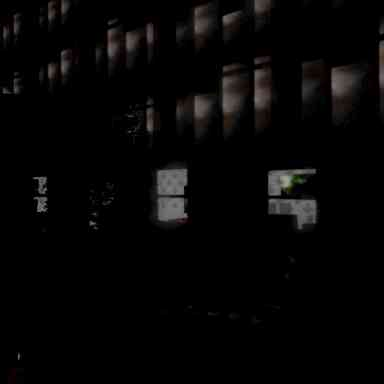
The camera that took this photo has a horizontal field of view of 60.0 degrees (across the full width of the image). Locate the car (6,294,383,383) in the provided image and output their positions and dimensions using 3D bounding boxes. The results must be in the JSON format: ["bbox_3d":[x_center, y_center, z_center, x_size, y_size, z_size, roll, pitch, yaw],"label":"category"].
[{"bbox_3d":[0.151,1.585,2.762,4.206,1.307,1.802,0,0,35],"label":"car"}]
